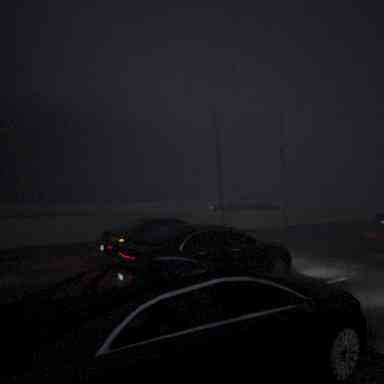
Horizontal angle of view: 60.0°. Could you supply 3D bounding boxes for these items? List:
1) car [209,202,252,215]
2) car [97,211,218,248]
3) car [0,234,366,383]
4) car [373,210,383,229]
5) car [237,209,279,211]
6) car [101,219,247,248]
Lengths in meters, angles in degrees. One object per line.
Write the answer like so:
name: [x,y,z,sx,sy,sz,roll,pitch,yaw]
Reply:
car: [4.292,1.829,37.117,4.718,1.301,1.895,1,0,-35]
car: [-0.924,1.580,11.681,4.674,1.442,1.812,1,0,-35]
car: [0.088,1.511,3.806,4.902,1.511,2.128,1,0,-35]
car: [13.898,1.748,22.228,4.674,1.442,1.812,1,0,-35]
car: [5.562,1.744,29.431,5.357,1.411,2.033,1,0,-35]
car: [0.480,1.552,8.383,4.892,1.490,1.837,1,0,-35]
